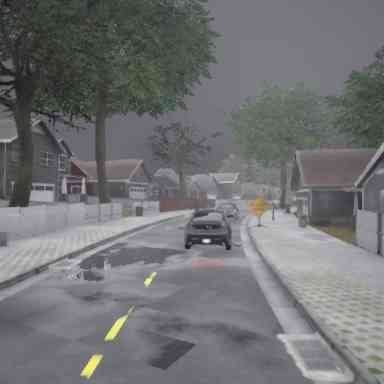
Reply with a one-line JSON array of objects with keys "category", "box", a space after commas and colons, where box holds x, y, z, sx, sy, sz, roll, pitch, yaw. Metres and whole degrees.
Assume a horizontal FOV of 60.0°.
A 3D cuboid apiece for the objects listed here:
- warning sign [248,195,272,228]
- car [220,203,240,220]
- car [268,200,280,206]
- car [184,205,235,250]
[{"category": "warning sign", "box": [3.942, 1.141, 19.505, 1.300, 1.860, 1.060, -1, -1, 8]}, {"category": "car", "box": [3.126, 1.673, 29.118, 2.033, 1.411, 5.357, 0, -1, 12]}, {"category": "car", "box": [18.325, 2.486, 74.571, 1.812, 1.442, 4.674, -1, -2, 30]}, {"category": "car", "box": [0.781, 1.527, 14.451, 1.837, 1.490, 4.892, 0, 0, 6]}]
